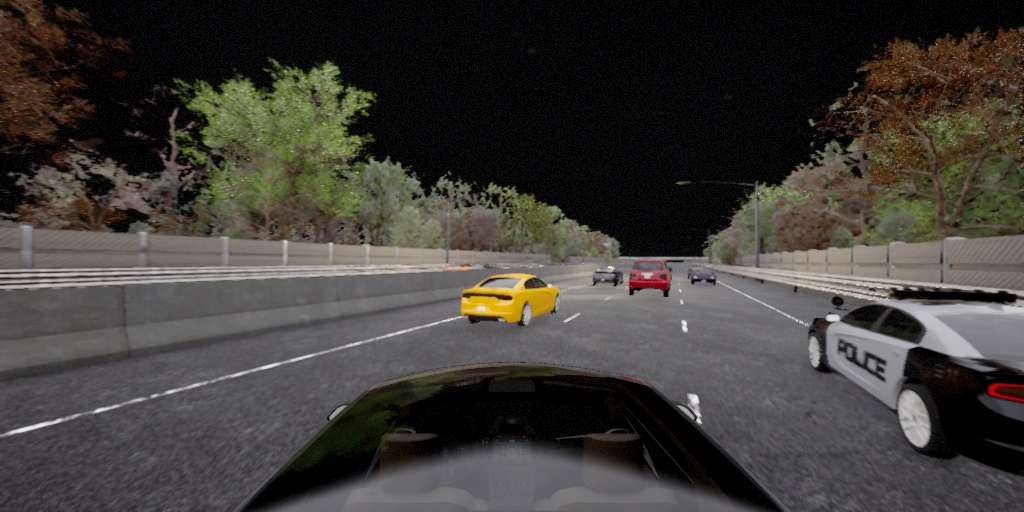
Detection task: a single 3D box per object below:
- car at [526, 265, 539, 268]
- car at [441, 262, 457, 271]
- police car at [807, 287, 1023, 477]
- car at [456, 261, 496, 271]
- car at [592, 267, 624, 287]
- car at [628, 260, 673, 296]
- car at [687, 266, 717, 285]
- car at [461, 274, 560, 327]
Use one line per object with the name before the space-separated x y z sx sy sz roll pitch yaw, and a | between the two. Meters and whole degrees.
car | 2.686 1.804 43.374 1.994 1.385 4.181 0 -1 25
car | -6.186 1.504 40.817 2.097 1.767 4.553 0 -1 25
police car | 5.702 1.248 4.782 1.930 1.638 5.238 0 -1 25
car | -3.490 1.618 38.305 1.882 1.535 5.008 0 -1 25
car | 7.764 1.599 28.780 2.128 1.511 4.902 0 -1 25
car | 8.511 1.258 22.009 2.150 2.045 5.566 0 -1 25
car | 16.547 1.794 31.200 1.895 1.301 4.718 0 -1 25
car | 0.182 1.348 12.240 1.882 1.535 5.008 0 -1 25
